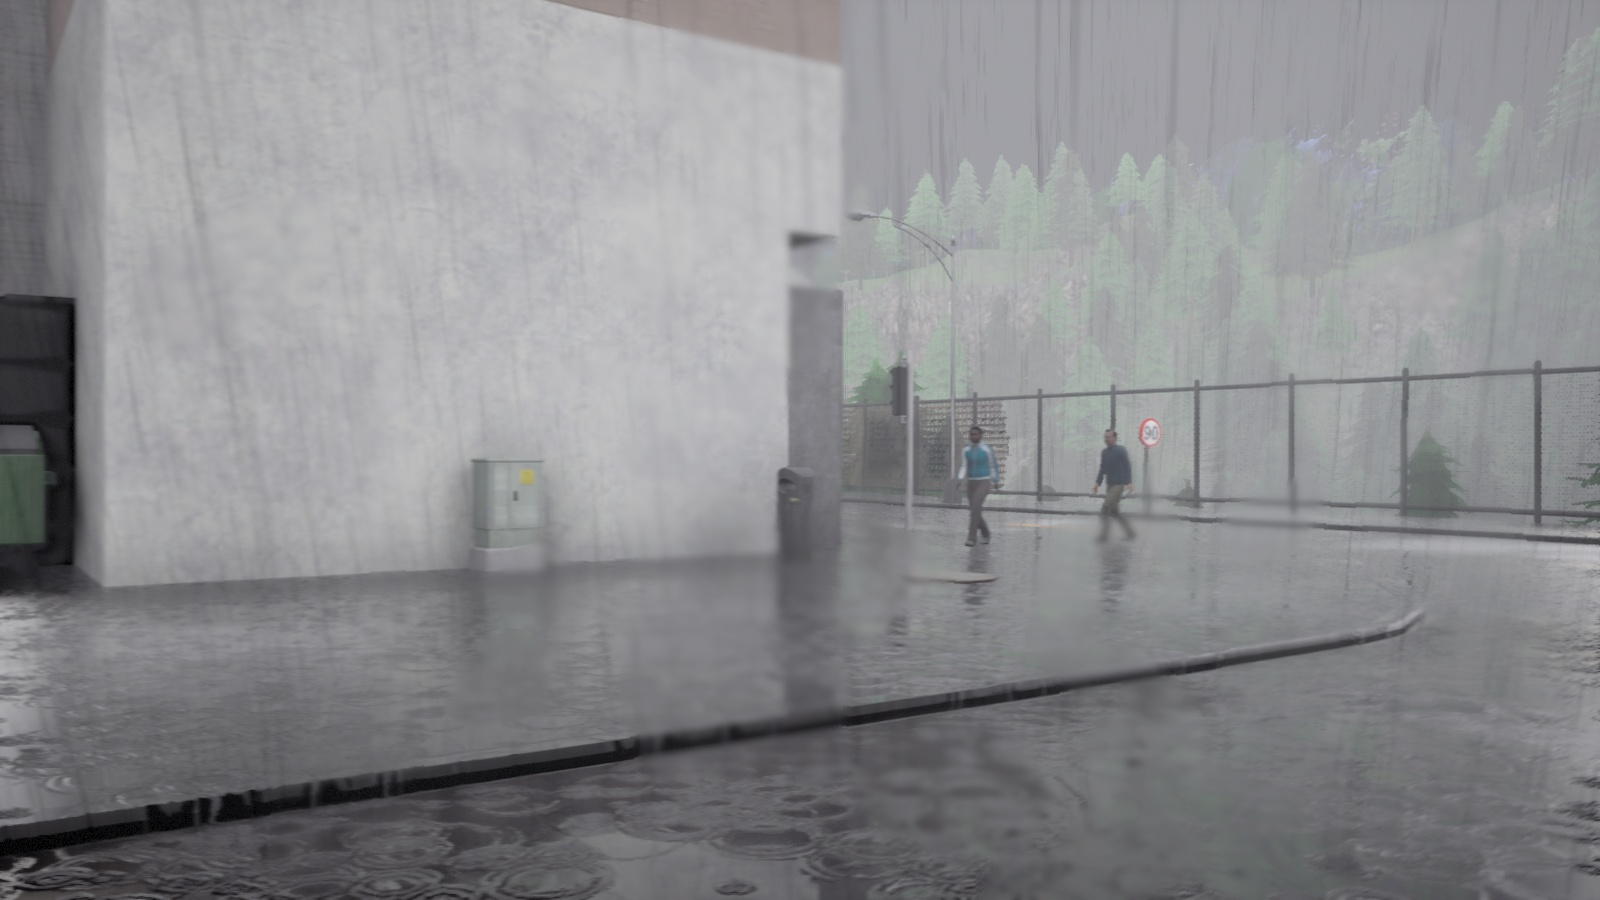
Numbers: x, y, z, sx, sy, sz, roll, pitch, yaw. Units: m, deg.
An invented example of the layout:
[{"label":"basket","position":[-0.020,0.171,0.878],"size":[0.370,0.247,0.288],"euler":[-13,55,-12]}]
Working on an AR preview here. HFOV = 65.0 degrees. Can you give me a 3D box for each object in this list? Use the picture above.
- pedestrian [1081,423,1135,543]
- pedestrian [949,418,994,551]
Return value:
[{"label":"pedestrian","position":[4.780,0.507,19.520],"size":[0.726,1.842,0.402],"euler":[0,0,-28]},{"label":"pedestrian","position":[2.541,0.495,18.610],"size":[0.396,1.930,0.692],"euler":[0,0,34]}]
